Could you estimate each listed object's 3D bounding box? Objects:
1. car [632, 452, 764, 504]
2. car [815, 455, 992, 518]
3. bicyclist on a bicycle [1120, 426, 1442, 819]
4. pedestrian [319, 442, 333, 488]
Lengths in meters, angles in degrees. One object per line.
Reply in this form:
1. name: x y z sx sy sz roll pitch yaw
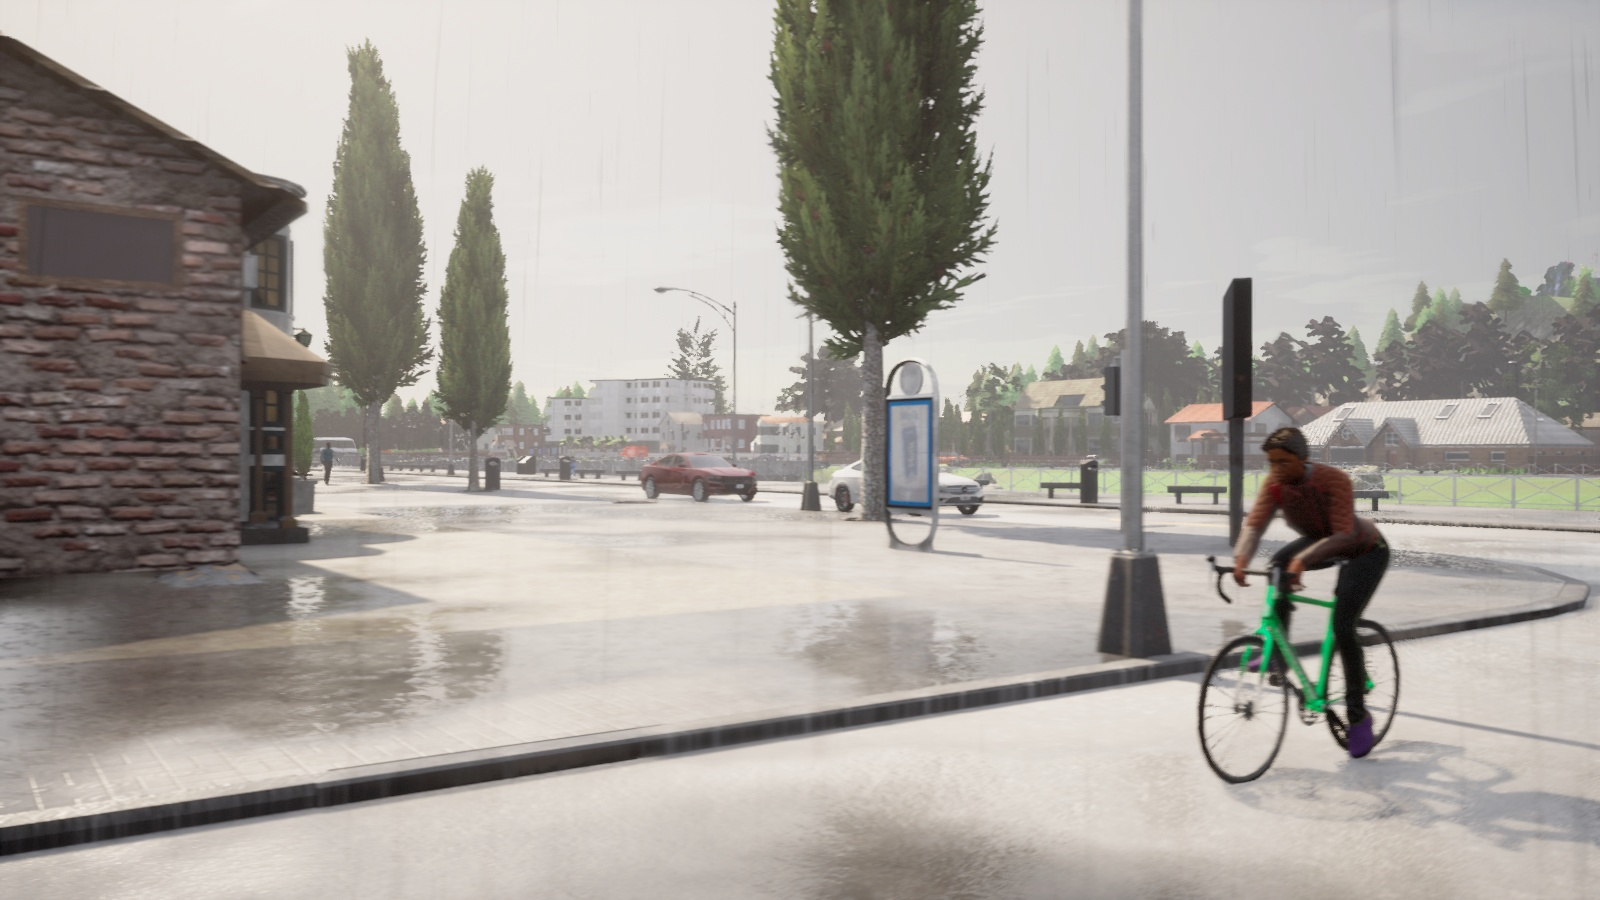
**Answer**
1. car: -3.281 0.826 39.493 1.882 1.535 5.008 0 0 -35
2. car: 2.473 0.842 31.233 1.812 1.442 4.674 0 0 -35
3. bicyclist on a bicycle: 2.289 0.707 5.890 1.656 1.620 0.582 0 0 -35
4. pedestrian: -20.045 0.618 53.144 0.396 1.930 0.692 0 0 -34
